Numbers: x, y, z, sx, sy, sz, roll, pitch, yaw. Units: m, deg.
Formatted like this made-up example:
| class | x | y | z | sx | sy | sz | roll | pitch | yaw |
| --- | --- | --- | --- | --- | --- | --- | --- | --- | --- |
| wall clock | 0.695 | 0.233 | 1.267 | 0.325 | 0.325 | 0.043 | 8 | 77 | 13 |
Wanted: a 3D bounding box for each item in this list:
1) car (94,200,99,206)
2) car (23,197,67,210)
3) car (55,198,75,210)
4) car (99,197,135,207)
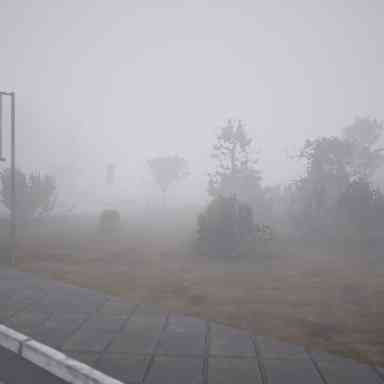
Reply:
| class | x | y | z | sx | sy | sz | roll | pitch | yaw |
| --- | --- | --- | --- | --- | --- | --- | --- | --- | --- |
| car | -12.908 | 1.515 | 52.248 | 1.895 | 1.301 | 4.718 | 0 | 1 | 39 |
| car | -19.476 | 1.481 | 44.098 | 2.128 | 1.511 | 4.902 | 0 | 0 | 39 |
| car | -17.045 | 1.482 | 41.538 | 2.128 | 1.511 | 4.902 | 0 | 0 | 39 |
| car | -10.582 | 1.469 | 49.558 | 2.033 | 1.411 | 5.357 | 0 | 1 | 39 |
